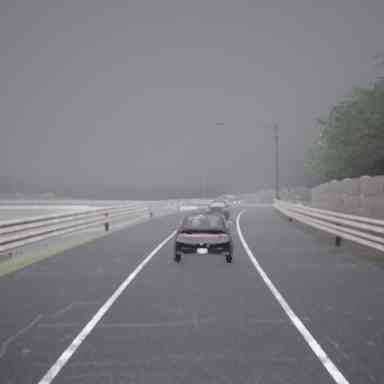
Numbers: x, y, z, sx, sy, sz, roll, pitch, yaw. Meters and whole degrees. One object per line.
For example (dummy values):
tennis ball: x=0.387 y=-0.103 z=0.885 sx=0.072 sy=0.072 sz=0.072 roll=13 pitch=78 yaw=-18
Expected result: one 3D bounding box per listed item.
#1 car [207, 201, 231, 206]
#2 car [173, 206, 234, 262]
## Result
car: x=2.227 y=1.464 z=27.791 sx=1.812 sy=1.442 sz=4.674 roll=-1 pitch=0 yaw=9
car: x=0.468 y=1.470 z=11.987 sx=2.128 sy=1.511 sz=4.902 roll=0 pitch=0 yaw=4
